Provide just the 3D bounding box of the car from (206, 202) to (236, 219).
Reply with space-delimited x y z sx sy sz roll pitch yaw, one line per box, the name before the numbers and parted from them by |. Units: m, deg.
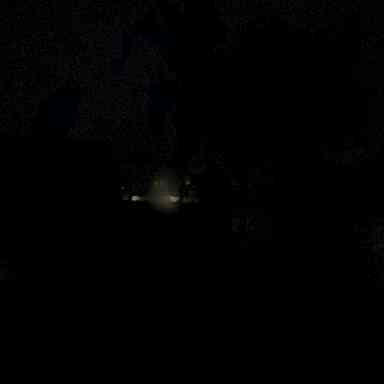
car | 1.893 1.643 29.619 1.812 1.442 4.674 -1 0 -33
